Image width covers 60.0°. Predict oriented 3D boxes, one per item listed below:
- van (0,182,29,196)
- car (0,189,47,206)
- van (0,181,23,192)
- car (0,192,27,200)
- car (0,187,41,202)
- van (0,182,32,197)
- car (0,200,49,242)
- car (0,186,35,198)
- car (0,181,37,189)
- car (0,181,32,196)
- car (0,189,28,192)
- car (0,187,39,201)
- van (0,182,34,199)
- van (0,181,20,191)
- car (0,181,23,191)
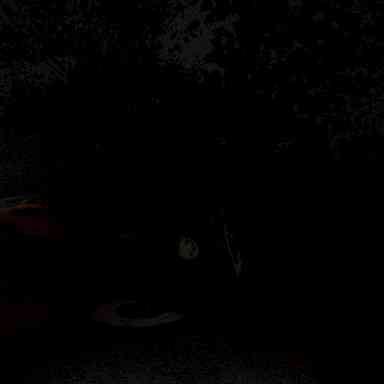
[{"bbox_3d":[-26.430,-0.422,48.555,4.442,1.987,1.878,1,1,-30],"label":"van"},{"bbox_3d":[-16.617,0.535,31.865,4.792,1.488,2.163,1,2,-30],"label":"car"},{"bbox_3d":[-34.650,-0.969,63.138,4.442,1.987,1.878,1,1,-30],"label":"van"},{"bbox_3d":[-8.271,1.067,17.647,4.553,1.767,2.185,1,2,-30],"label":"car"},{"bbox_3d":[-19.415,0.308,36.786,4.792,1.488,2.163,1,2,-30],"label":"car"},{"bbox_3d":[-24.836,-0.327,46.280,4.442,1.987,1.878,1,1,-30],"label":"van"},{"bbox_3d":[-6.913,1.307,15.239,5.008,1.535,2.097,1,2,-30],"label":"car"},{"bbox_3d":[-23.546,-0.012,43.836,5.008,1.535,2.097,1,1,-30],"label":"car"},{"bbox_3d":[-15.167,0.370,29.495,5.566,2.045,2.435,1,2,-30],"label":"car"},{"bbox_3d":[-27.746,-0.537,50.992,5.566,2.045,2.435,1,1,-30],"label":"car"},{"bbox_3d":[-12.576,0.845,24.610,5.366,1.575,1.946,1,2,-30],"label":"car"},{"bbox_3d":[-20.742,0.209,39.066,4.792,1.488,2.163,1,1,-30],"label":"car"},{"bbox_3d":[-22.236,-0.145,41.368,4.442,1.987,1.878,1,2,-31],"label":"van"},{"bbox_3d":[-40.222,-1.334,72.709,4.442,1.987,1.878,1,1,-30],"label":"van"},{"bbox_3d":[-38.953,-1.271,70.242,5.566,2.045,2.435,1,1,-30],"label":"car"}]
